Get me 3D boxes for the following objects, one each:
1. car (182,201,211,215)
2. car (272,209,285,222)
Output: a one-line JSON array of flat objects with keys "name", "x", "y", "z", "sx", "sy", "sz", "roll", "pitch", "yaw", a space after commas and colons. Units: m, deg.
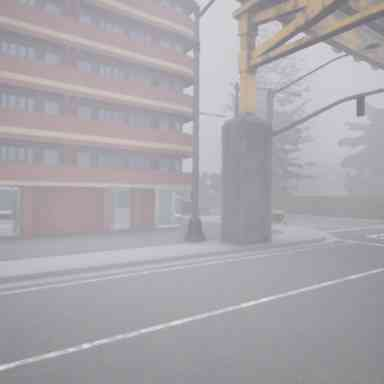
[{"name": "car", "x": 0.088, "y": 1.711, "z": 35.541, "sx": 1.812, "sy": 1.442, "sz": 4.674, "roll": 1, "pitch": 0, "yaw": -35}, {"name": "car", "x": 5.486, "y": 1.673, "z": 27.873, "sx": 1.882, "sy": 1.535, "sz": 5.008, "roll": 1, "pitch": 0, "yaw": -35}]
